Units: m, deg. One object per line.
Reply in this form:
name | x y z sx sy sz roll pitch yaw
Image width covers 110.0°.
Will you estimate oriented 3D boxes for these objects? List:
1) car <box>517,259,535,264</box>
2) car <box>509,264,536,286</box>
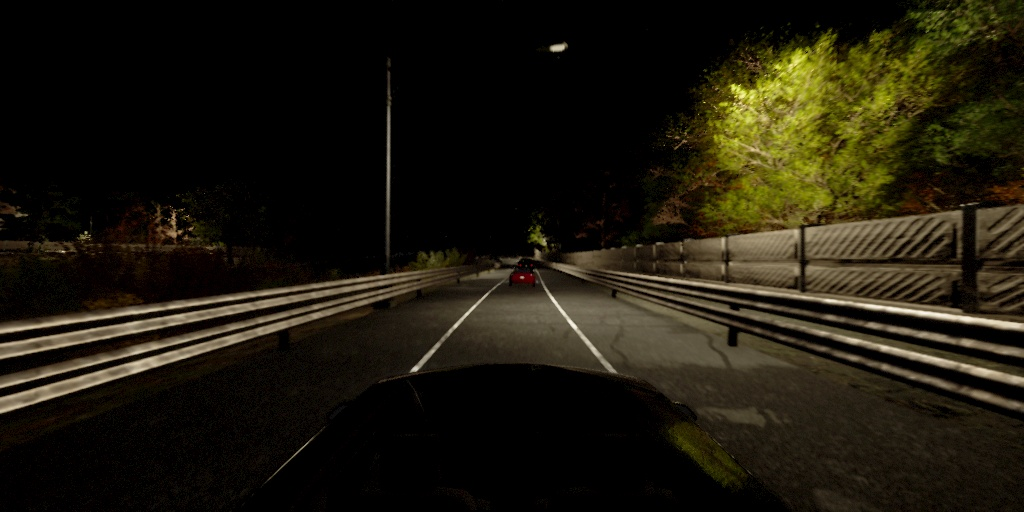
car | 1.899 1.378 48.772 2.150 2.045 5.566 0 0 3
car | 0.837 1.543 28.069 1.994 1.385 4.181 0 0 3
